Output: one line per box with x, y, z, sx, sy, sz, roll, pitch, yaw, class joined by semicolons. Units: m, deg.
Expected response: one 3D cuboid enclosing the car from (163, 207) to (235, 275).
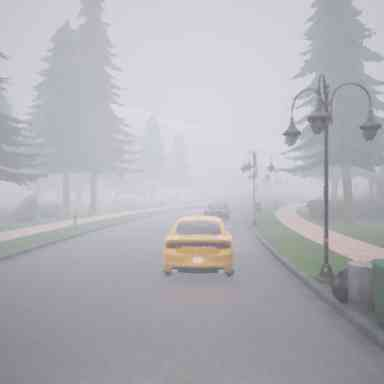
0.247;1.476;10.476;1.882;1.535;5.008;0;0;2;car

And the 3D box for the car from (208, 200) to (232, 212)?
2.284;1.596;27.936;1.895;1.301;4.718;0;0;11;car
